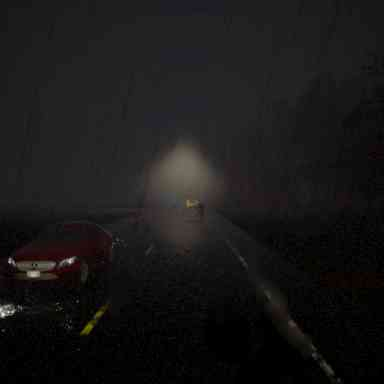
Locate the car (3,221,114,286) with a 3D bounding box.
[{"bbox_3d":[-3.602,1.630,9.895,1.812,1.442,4.674,0,-1,0],"label":"car"}]

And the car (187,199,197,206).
[{"bbox_3d":[-0.009,2.328,74.589,1.994,1.385,4.181,0,-1,0],"label":"car"}]

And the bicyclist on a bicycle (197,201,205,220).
[{"bbox_3d":[0.959,1.768,30.202,0.582,1.620,1.656,0,-1,0],"label":"bicyclist on a bicycle"}]

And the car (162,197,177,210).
[{"bbox_3d":[-3.563,1.789,54.661,2.150,2.045,5.566,0,0,1],"label":"car"}]

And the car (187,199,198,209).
[{"bbox_3d":[0.054,2.076,57.525,1.882,1.535,5.008,0,0,1],"label":"car"}]
